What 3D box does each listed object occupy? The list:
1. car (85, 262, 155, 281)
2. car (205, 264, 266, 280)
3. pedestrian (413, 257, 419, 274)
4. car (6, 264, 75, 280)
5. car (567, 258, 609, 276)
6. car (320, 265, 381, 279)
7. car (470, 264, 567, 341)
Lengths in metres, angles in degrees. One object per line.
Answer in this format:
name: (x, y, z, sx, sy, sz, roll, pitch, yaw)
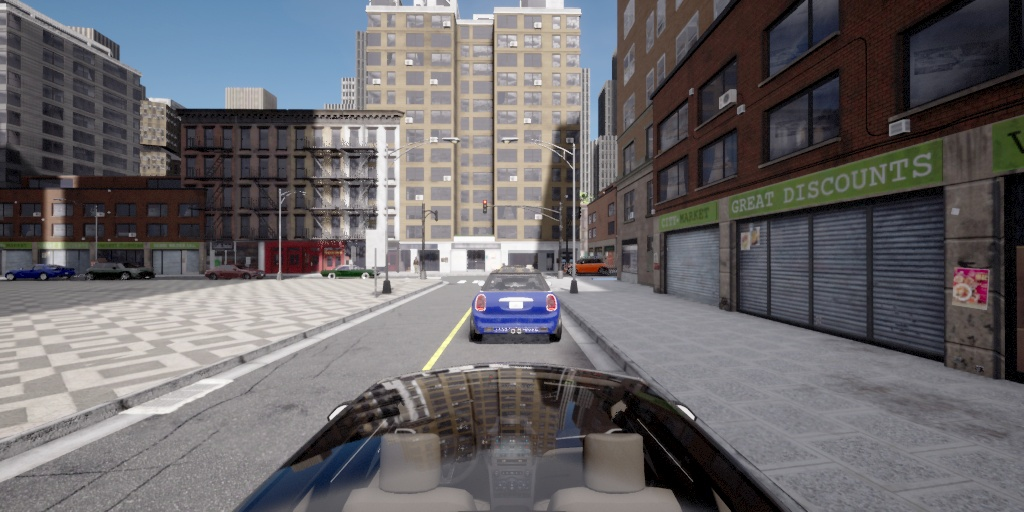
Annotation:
car: (-34.497, 1.333, 31.678, 4.553, 1.767, 2.097, 0, 0, -1)
car: (-24.534, 1.442, 31.841, 4.674, 1.442, 1.812, 0, 0, -1)
pedestrian: (-10.260, 0.970, 38.280, 0.375, 1.860, 0.375, 0, 0, -1)
car: (-45.544, 1.531, 34.654, 5.008, 1.535, 1.882, 0, 0, -1)
car: (7.131, 1.021, 35.513, 4.553, 1.767, 2.097, -1, 0, -1)
car: (-14.282, 1.443, 31.980, 4.718, 1.301, 1.895, 0, 0, -1)
car: (0.082, 1.101, 10.017, 2.097, 1.767, 4.553, 0, 0, 0)
